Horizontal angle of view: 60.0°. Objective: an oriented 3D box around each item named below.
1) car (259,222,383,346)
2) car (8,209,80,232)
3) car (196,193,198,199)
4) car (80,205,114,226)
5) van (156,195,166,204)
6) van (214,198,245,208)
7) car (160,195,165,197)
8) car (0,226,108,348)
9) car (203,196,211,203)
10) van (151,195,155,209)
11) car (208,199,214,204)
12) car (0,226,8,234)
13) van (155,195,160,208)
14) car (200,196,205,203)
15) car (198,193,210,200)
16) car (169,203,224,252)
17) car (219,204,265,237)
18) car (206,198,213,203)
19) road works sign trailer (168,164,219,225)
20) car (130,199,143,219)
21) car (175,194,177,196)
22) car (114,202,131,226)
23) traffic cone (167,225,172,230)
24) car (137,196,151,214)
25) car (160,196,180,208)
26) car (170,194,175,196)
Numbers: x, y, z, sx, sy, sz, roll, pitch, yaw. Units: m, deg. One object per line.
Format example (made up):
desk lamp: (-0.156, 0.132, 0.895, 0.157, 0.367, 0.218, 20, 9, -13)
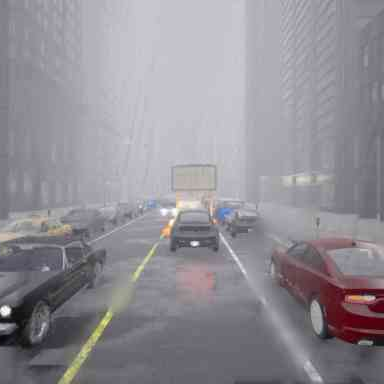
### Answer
car: (2.755, 1.545, 6.412, 1.887, 1.381, 4.507, 0, 0, 0)
car: (-5.775, 1.527, 11.853, 1.752, 1.417, 4.829, 0, 0, 0)
car: (2.684, 1.608, 85.489, 1.752, 1.417, 4.829, 0, 0, 0)
car: (-5.780, 1.569, 17.659, 1.947, 1.339, 4.313, 0, 0, 0)
van: (-5.821, 1.386, 62.752, 1.690, 1.788, 3.998, 0, 0, 0)
van: (2.739, 1.347, 23.320, 1.690, 1.788, 3.998, 0, 0, 0)
car: (-5.816, 1.353, 57.115, 2.192, 1.841, 5.009, 0, 0, 0)
car: (-3.107, 1.601, 6.385, 1.895, 1.301, 4.718, 0, 0, 0)
car: (2.725, 1.570, 40.229, 2.008, 1.369, 4.403, 0, 0, 0)
van: (-5.801, 1.360, 40.206, 1.690, 1.788, 3.998, 0, 0, 0)
car: (2.734, 1.560, 28.957, 2.008, 1.369, 4.403, 0, 0, 0)
car: (-5.770, 1.566, 6.387, 1.947, 1.339, 4.313, 0, 0, 0)
van: (-5.806, 1.366, 45.843, 1.690, 1.788, 3.998, 0, 0, 0)
car: (2.715, 1.576, 51.502, 1.887, 1.381, 4.507, 0, 0, 0)
car: (2.704, 1.360, 62.774, 2.192, 1.841, 5.009, 0, 0, 0)
car: (0.086, 1.486, 14.018, 1.837, 1.490, 4.892, 0, 1, 0)
car: (2.745, 1.554, 17.684, 2.008, 1.369, 4.403, 0, 0, 0)
car: (2.730, 1.596, 34.593, 1.802, 1.307, 4.206, 0, 0, 0)
road works sign trailer: (0.146, 0.321, 17.898, 2.380, 3.560, 2.880, 0, 0, 7)
car: (-5.790, 1.575, 28.933, 1.947, 1.339, 4.313, 0, 0, 0)
car: (-5.845, 1.659, 90.935, 1.947, 1.339, 4.313, 0, 0, 0)
car: (-5.785, 1.588, 23.297, 1.802, 1.307, 4.206, 0, 0, 0)
traffic cone: (-1.300, 2.074, 17.396, 0.340, 0.340, 0.580, -1, 0, 3)
car: (-5.796, 1.454, 34.570, 1.967, 1.590, 4.097, 0, 0, 0)
car: (-3.141, 1.627, 47.528, 1.895, 1.301, 4.718, 0, 0, 0)
car: (-5.835, 1.617, 79.662, 1.887, 1.381, 4.507, 0, 0, 0)
